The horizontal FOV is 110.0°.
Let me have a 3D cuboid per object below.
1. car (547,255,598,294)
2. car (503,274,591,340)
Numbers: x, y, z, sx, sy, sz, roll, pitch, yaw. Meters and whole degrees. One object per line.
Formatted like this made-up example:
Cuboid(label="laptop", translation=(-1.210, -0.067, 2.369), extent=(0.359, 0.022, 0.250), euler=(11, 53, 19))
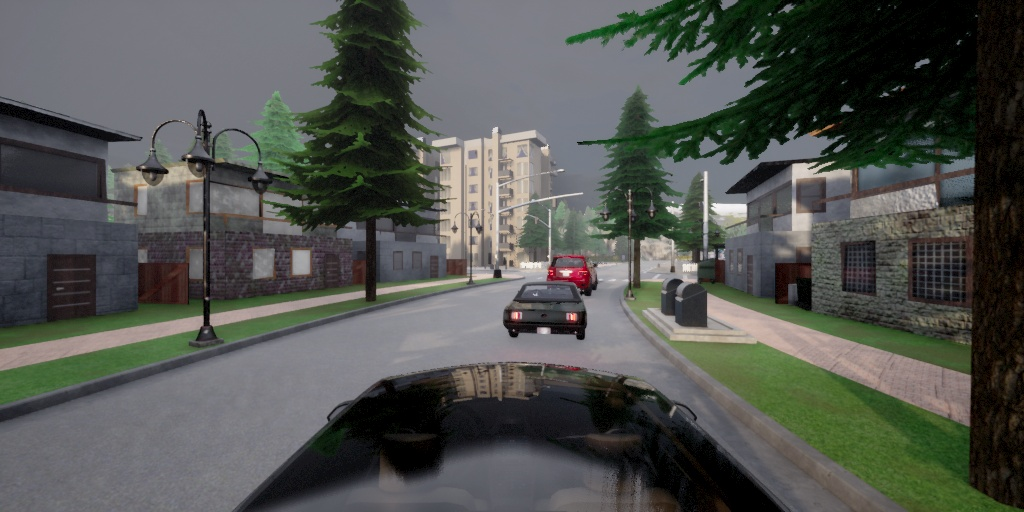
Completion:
Cuboid(label="car", translation=(3.368, 0.975, 19.548), extent=(2.150, 2.045, 5.566), euler=(0, 0, 18))
Cuboid(label="car", translation=(1.071, 1.352, 10.052), extent=(1.895, 1.301, 4.718), euler=(0, 0, 9))
